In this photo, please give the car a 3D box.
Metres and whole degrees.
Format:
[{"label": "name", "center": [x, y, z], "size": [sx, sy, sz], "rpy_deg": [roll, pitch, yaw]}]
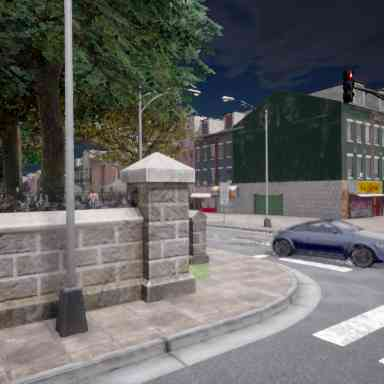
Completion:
[{"label": "car", "center": [4.925, 1.658, 11.713], "size": [4.181, 1.385, 1.994], "rpy_deg": [-1, 0, 44]}]
